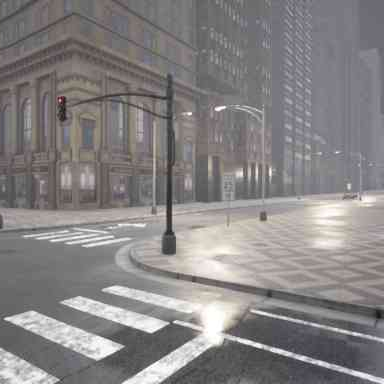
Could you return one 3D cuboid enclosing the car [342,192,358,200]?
[{"bbox_3d":[28.286,0.714,59.476,1.895,1.301,4.718,0,1,35],"label":"car"}]
